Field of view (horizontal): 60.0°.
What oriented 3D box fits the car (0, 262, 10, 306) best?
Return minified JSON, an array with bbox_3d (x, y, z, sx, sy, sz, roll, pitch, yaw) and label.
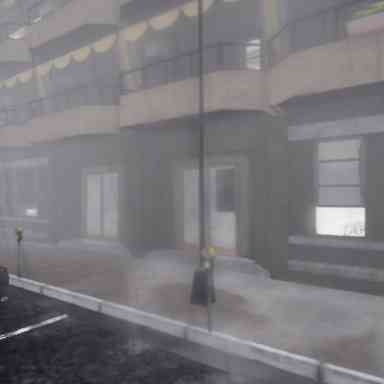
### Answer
[{"bbox_3d":[-5.345,1.582,6.680,4.403,1.369,2.008,0,0,35],"label":"car"}]
